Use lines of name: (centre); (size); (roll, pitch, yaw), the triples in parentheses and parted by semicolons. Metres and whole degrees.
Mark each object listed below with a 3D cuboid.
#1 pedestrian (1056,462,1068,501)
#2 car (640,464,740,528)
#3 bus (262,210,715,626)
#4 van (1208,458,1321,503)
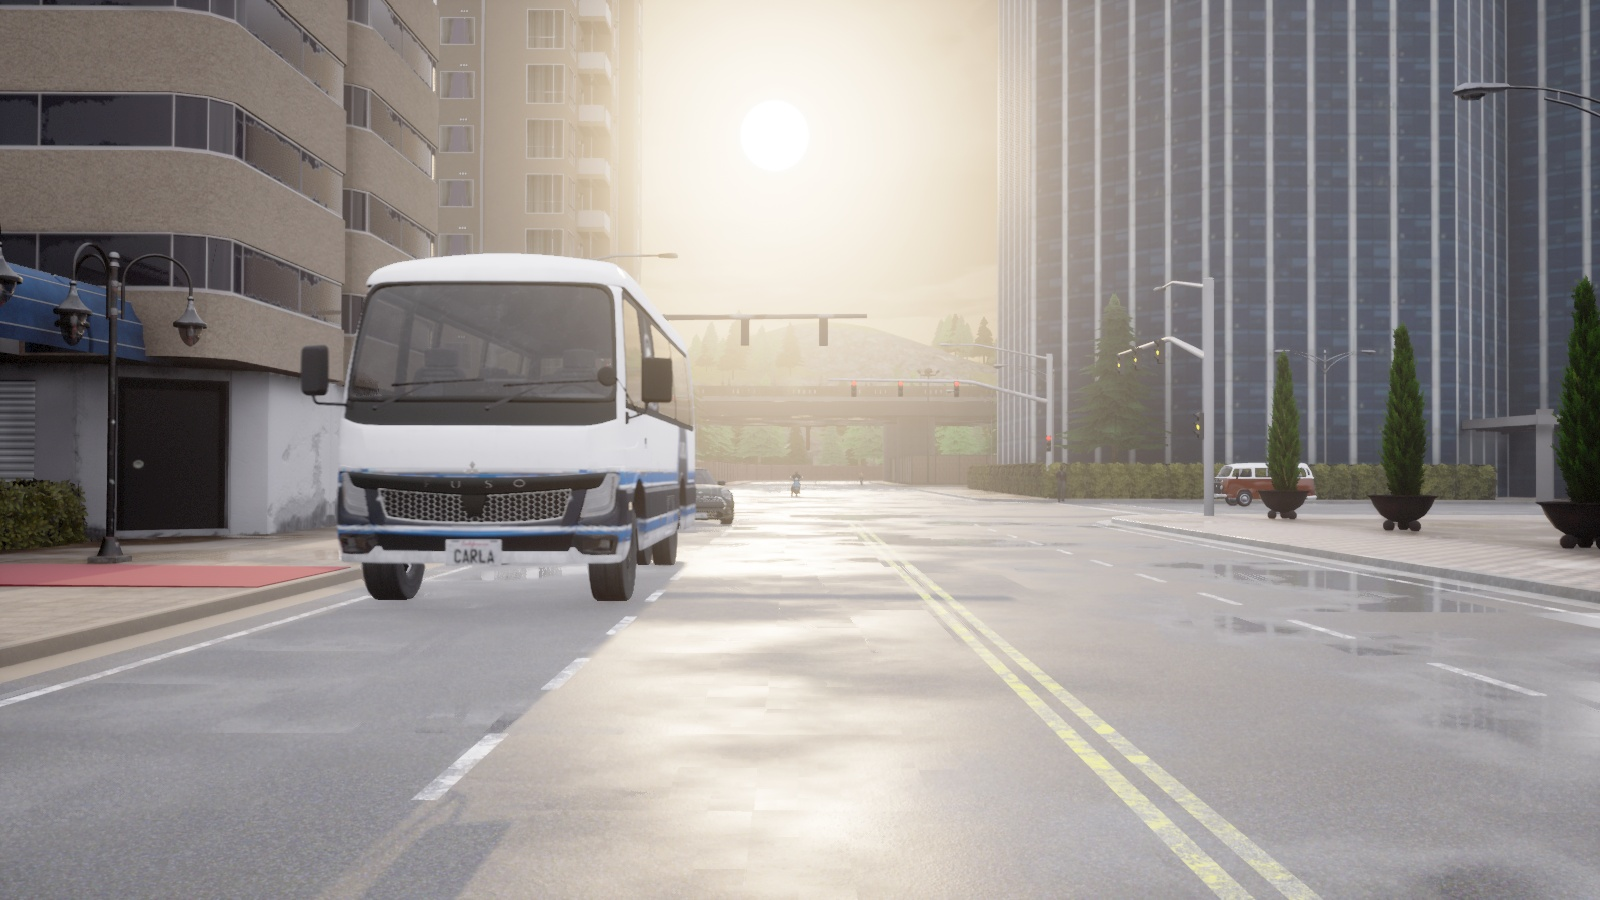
pedestrian: (12.852, 1.534, 61.610); (0.402, 1.930, 0.666); (0, -1, 1)
car: (-3.324, 1.308, 37.088); (2.097, 1.767, 4.553); (0, -1, -16)
bus: (-3.547, -0.246, 18.029); (3.944, 4.253, 10.273); (0, -1, 0)
van: (21.638, 1.433, 58.627); (4.480, 2.038, 2.069); (0, -1, -1)
